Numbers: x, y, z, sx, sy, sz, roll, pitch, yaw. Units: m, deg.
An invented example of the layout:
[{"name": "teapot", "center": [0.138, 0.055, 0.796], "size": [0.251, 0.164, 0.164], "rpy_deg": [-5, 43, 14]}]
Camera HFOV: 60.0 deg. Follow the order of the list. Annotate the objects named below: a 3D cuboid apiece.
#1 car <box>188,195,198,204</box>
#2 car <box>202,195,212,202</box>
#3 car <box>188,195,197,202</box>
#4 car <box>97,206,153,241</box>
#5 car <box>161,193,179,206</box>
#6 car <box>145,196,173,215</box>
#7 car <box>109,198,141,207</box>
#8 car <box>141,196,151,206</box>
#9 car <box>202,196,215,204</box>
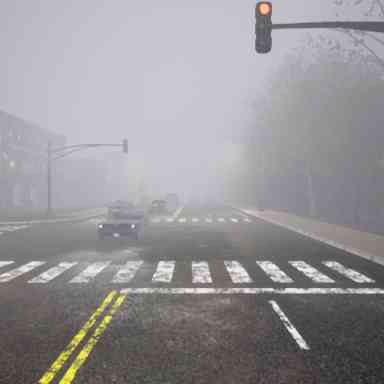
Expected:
[{"name": "car", "center": [0.175, 1.562, 64.870], "size": [1.895, 1.301, 4.718], "rpy_deg": [0, 0, 0]}, {"name": "car", "center": [3.341, 1.493, 74.711], "size": [2.033, 1.411, 5.357], "rpy_deg": [0, 0, 0]}, {"name": "car", "center": [0.094, 1.478, 74.636], "size": [2.128, 1.511, 4.902], "rpy_deg": [0, 0, 0]}, {"name": "car", "center": [-3.330, 1.593, 16.893], "size": [1.895, 1.301, 4.718], "rpy_deg": [0, 0, 0]}, {"name": "car", "center": [-3.277, 1.192, 53.892], "size": [2.150, 2.045, 5.566], "rpy_deg": [0, 0, 0]}, {"name": "car", "center": [-3.310, 1.487, 33.750], "size": [1.837, 1.490, 4.892], "rpy_deg": [0, 0, 0]}, {"name": "car", "center": [-6.640, 1.475, 31.774], "size": [2.128, 1.511, 4.902], "rpy_deg": [0, 0, 2]}, {"name": "car", "center": [-6.540, 1.325, 47.028], "size": [2.097, 1.767, 4.553], "rpy_deg": [0, 0, 0]}, {"name": "car", "center": [3.429, 1.562, 64.693], "size": [1.895, 1.301, 4.718], "rpy_deg": [0, 0, 0]}]
